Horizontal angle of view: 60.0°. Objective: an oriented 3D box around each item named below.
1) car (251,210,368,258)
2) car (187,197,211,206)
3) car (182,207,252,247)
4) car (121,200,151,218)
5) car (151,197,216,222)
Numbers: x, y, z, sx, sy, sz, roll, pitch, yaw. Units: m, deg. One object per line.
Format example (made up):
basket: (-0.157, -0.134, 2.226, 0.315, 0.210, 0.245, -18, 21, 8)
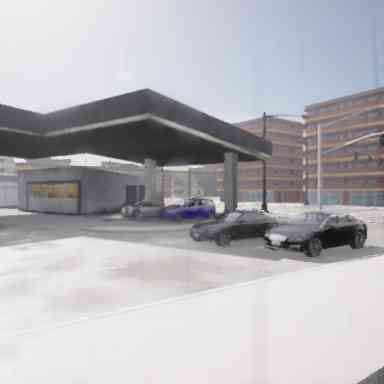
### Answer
car: (4.931, 1.522, 12.987, 4.902, 1.511, 2.128, 0, 0, -35)
car: (1.144, 1.617, 57.394, 1.812, 1.442, 4.674, 0, 0, -36)
car: (2.090, 1.553, 15.265, 4.674, 1.442, 1.812, 0, 0, -35)
car: (-4.291, 1.492, 29.614, 3.806, 1.475, 1.970, 0, 0, -35)
car: (-0.335, 1.333, 25.379, 4.611, 1.667, 2.242, 0, 0, -35)
